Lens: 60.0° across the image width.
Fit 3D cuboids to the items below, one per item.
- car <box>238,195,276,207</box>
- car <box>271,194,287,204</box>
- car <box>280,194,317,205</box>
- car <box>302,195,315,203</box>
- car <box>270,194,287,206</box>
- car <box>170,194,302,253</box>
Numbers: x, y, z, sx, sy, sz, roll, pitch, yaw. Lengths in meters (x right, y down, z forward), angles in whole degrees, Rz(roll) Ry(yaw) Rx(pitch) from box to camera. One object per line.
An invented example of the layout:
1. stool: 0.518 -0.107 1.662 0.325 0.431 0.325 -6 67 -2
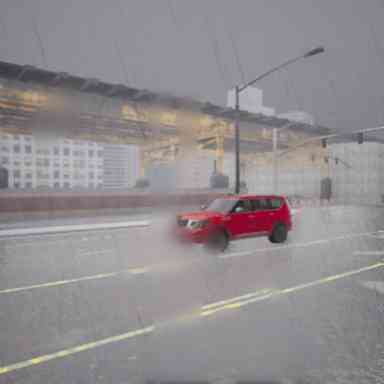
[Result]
1. car: 8.669 1.170 44.650 4.974 1.542 2.038 0 0 8
2. car: 12.429 0.972 47.383 1.853 1.218 4.536 0 0 18
3. car: 16.325 1.084 51.093 4.974 1.542 2.038 0 0 -7
4. car: 16.273 0.927 51.086 4.536 1.218 1.853 0 0 -7
5. car: 12.415 1.130 47.334 2.038 1.542 4.974 0 0 18
6. car: 1.788 1.141 13.746 5.566 2.045 2.150 0 0 -35
